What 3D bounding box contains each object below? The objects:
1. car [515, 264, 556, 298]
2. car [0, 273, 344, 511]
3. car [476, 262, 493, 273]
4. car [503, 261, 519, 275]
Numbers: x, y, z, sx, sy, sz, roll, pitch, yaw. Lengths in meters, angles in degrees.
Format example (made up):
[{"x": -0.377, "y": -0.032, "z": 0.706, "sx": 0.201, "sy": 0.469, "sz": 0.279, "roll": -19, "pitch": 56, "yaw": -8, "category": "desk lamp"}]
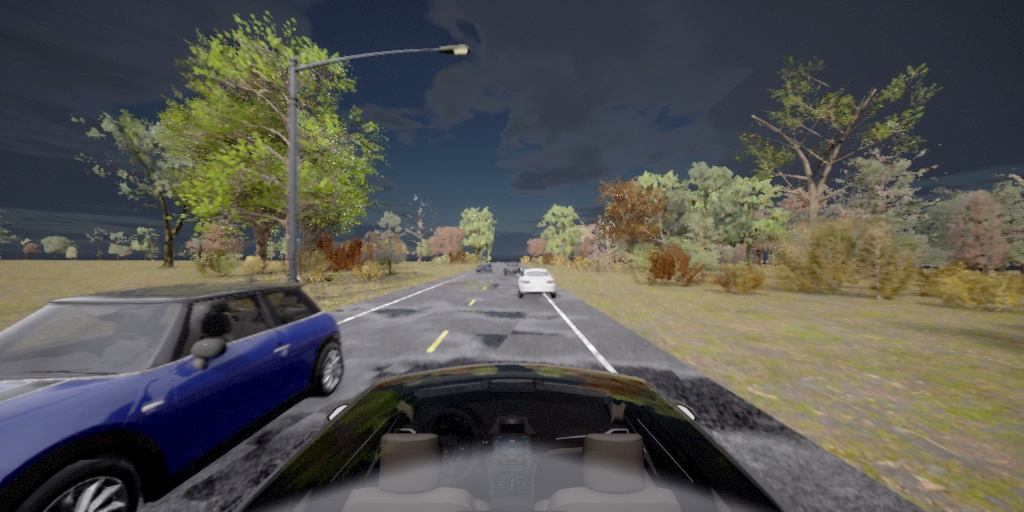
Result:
[{"x": 1.220, "y": 1.338, "z": 18.778, "sx": 1.812, "sy": 1.442, "sz": 4.674, "roll": 0, "pitch": 0, "yaw": 0, "category": "car"}, {"x": -3.599, "y": 1.108, "z": 3.537, "sx": 2.097, "sy": 1.767, "sz": 4.553, "roll": 0, "pitch": 0, "yaw": 0, "category": "car"}, {"x": -3.576, "y": 1.517, "z": 46.897, "sx": 1.994, "sy": 1.385, "sz": 4.181, "roll": 0, "pitch": 0, "yaw": 0, "category": "car"}, {"x": 0.030, "y": 1.410, "z": 41.549, "sx": 2.128, "sy": 1.511, "sz": 4.902, "roll": 0, "pitch": 0, "yaw": 0, "category": "car"}]
